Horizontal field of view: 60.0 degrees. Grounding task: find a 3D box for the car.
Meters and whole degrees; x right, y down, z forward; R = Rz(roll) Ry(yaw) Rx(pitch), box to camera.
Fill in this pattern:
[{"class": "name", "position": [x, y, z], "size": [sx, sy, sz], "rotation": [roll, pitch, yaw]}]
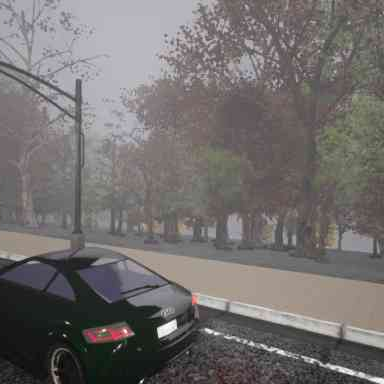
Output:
[{"class": "car", "position": [-1.916, 1.563, 5.055], "size": [4.181, 1.385, 1.994], "rotation": [0, 0, 36]}]
